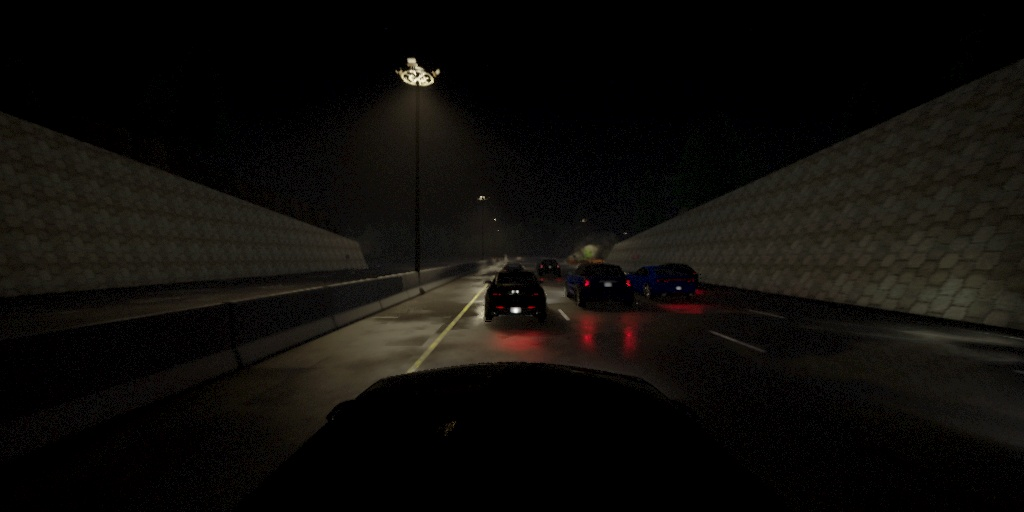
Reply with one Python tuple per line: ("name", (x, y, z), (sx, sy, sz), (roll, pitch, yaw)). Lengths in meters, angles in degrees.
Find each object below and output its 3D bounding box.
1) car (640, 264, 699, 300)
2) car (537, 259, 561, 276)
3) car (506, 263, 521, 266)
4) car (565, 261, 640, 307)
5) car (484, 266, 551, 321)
("car", (7.108, 1.219, 17.759), (1.882, 1.535, 5.008), (0, 0, 0))
("car", (3.618, 1.084, 36.237), (2.097, 1.767, 4.553), (0, 0, 0))
("car", (0.116, 1.299, 30.538), (1.994, 1.385, 4.181), (0, 0, 0))
("car", (3.607, 1.095, 15.576), (2.097, 1.767, 4.553), (0, 0, 0))
("car", (0.105, 1.249, 12.362), (1.837, 1.490, 4.892), (0, 0, 0))
